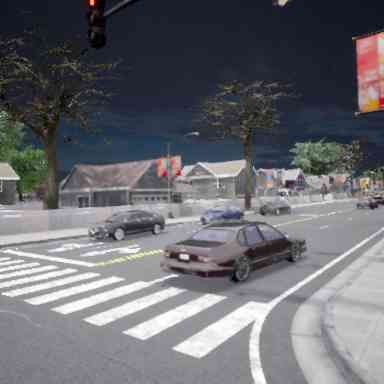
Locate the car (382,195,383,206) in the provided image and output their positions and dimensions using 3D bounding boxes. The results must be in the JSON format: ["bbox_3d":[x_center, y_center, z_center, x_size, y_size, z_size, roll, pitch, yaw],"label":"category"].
[{"bbox_3d":[27.983,1.222,49.639,2.128,1.511,4.902,-2,-1,37],"label":"car"}]

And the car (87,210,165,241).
[{"bbox_3d":[-3.590,1.809,18.870,1.837,1.490,4.892,-2,-1,37],"label":"car"}]

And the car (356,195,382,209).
[{"bbox_3d":[21.804,1.315,41.440,2.128,1.511,4.902,-2,-1,37],"label":"car"}]

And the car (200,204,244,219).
[{"bbox_3d":[2.565,1.757,27.036,1.812,1.442,4.674,-2,-1,37],"label":"car"}]

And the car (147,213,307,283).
[{"bbox_3d":[1.485,1.571,9.827,2.033,1.411,5.357,-3,-1,42],"label":"car"}]

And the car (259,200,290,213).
[{"bbox_3d":[8.815,1.656,35.309,1.837,1.490,4.892,-2,-1,37],"label":"car"}]
